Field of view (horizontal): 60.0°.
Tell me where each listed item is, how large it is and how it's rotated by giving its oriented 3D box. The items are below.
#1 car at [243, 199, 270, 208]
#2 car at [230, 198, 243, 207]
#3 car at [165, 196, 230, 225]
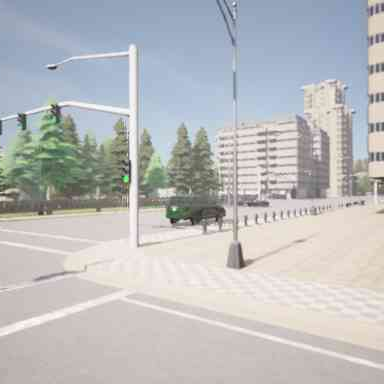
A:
[{"bbox_3d":[10.053,1.695,50.406,1.895,1.301,4.718,0,0,36],"label":"car"},{"bbox_3d":[6.505,1.634,51.480,1.812,1.442,4.674,0,0,36],"label":"car"},{"bbox_3d":[0.353,1.273,24.726,2.150,2.045,5.566,0,0,36],"label":"car"}]
